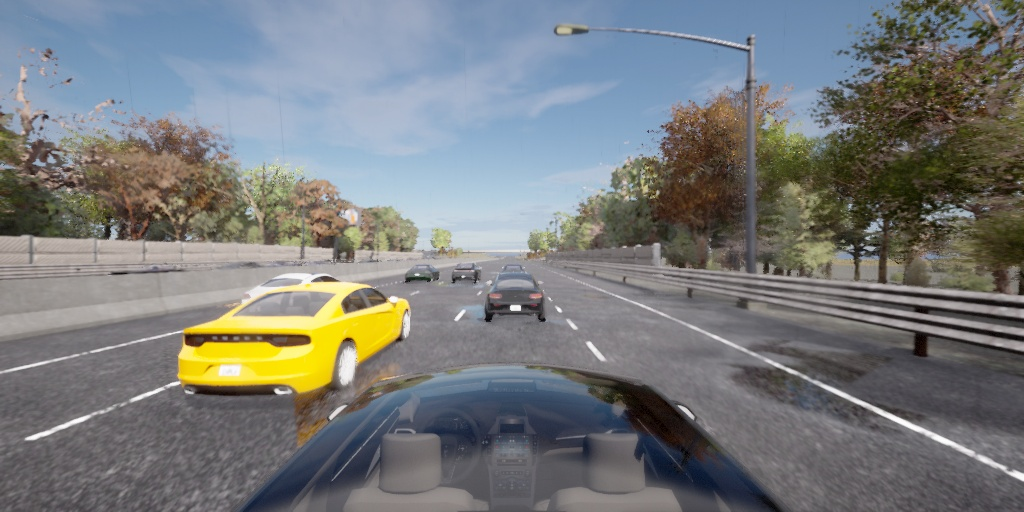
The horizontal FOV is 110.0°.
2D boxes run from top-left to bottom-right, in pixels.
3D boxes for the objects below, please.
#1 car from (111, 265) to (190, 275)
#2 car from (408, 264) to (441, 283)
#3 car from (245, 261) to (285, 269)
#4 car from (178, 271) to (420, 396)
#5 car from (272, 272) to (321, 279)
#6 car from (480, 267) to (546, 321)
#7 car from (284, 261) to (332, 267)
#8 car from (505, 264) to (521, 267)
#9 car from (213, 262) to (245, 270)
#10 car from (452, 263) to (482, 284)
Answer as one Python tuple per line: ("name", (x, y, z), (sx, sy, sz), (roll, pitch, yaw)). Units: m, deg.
("car", (-28.094, 1.358, 28.021), (1.895, 1.301, 4.718), (0, 0, 0))
("car", (-6.894, 1.322, 28.102), (1.994, 1.385, 4.181), (0, 0, 0))
("car", (-21.090, 1.252, 32.451), (2.128, 1.511, 4.902), (0, 0, 0))
("car", (-3.399, 1.227, 6.796), (1.882, 1.535, 5.008), (0, 0, 0))
("car", (-6.897, 1.276, 12.155), (1.812, 1.442, 4.674), (0, 0, 0))
("car", (0.102, 1.276, 12.255), (1.812, 1.442, 4.674), (0, 0, 0))
("car", (-17.589, 1.252, 32.151), (2.128, 1.511, 4.902), (0, 0, 0))
("car", (0.106, 1.322, 28.149), (1.994, 1.385, 4.181), (0, 0, 0))
("car", (-24.590, 1.266, 32.386), (1.837, 1.490, 4.892), (0, 0, 0))
("car", (-3.395, 1.249, 27.465), (2.128, 1.511, 4.902), (0, 0, 0))
